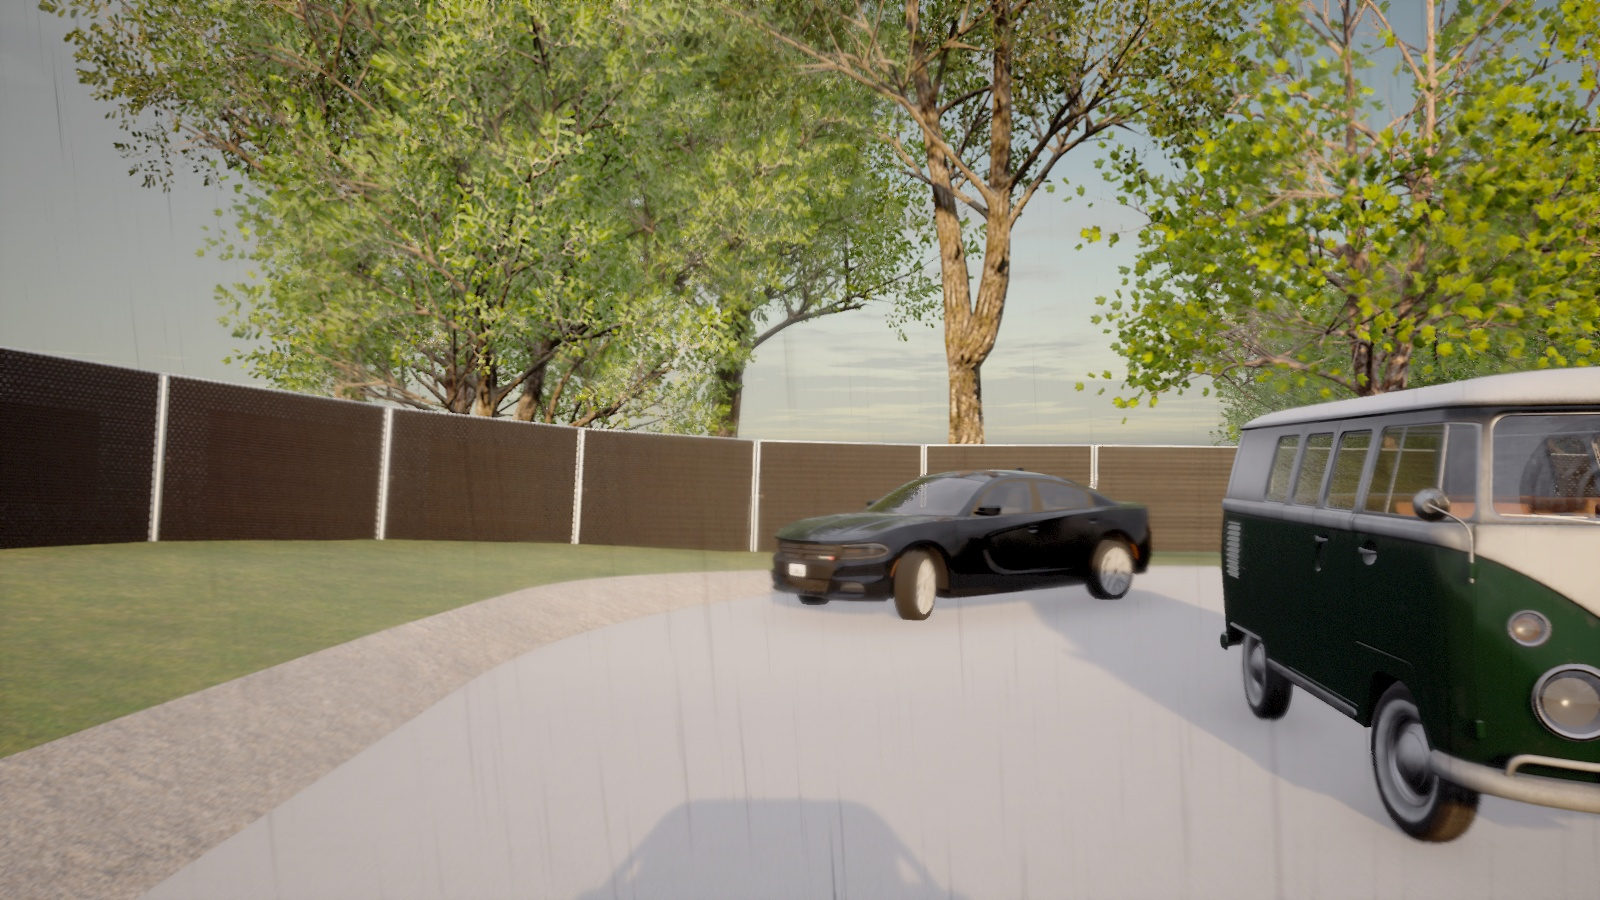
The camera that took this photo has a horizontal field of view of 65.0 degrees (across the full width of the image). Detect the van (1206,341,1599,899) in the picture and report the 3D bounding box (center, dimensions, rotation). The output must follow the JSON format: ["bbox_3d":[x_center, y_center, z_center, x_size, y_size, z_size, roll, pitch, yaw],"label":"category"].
[{"bbox_3d":[3.494,0.638,6.472,1.775,1.987,4.442,-1,-1,6],"label":"van"}]

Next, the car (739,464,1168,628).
[{"bbox_3d":[1.896,0.952,14.371,5.008,1.535,1.882,0,-1,-39],"label":"car"}]
